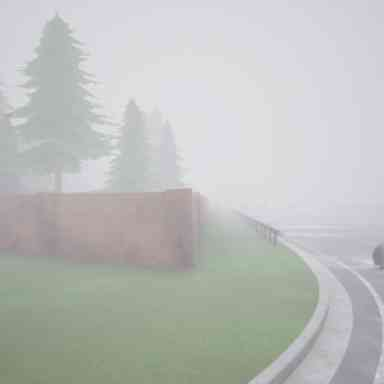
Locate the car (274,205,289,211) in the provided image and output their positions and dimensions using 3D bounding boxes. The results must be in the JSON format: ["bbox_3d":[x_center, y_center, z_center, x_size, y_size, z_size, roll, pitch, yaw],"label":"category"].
[{"bbox_3d":[18.292,3.302,69.215,1.994,1.385,4.181,0,-2,4],"label":"car"}]

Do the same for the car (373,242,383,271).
[{"bbox_3d":[6.574,1.776,9.232,1.994,1.385,4.181,0,-1,16],"label":"car"}]

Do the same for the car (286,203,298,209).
[{"bbox_3d":[26.633,3.756,88.633,2.033,1.411,5.357,0,-2,4],"label":"car"}]

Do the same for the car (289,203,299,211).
[{"bbox_3d":[22.039,3.342,72.697,1.812,1.442,4.674,0,-2,4],"label":"car"}]

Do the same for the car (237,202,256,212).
[{"bbox_3d":[11.265,3.019,69.075,2.150,2.045,5.566,0,-2,4],"label":"car"}]

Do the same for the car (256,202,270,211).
[{"bbox_3d":[14.807,3.008,69.582,2.150,2.045,5.566,0,-2,4],"label":"car"}]
